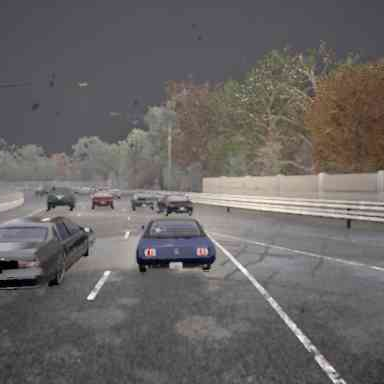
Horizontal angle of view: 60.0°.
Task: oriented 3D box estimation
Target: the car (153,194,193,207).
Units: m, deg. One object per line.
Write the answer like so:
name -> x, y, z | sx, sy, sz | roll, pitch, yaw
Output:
car -> -1.325, 0.901, 24.422 | 1.882, 1.535, 5.008 | 0, 1, -16

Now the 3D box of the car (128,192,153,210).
car -> -4.631, 0.800, 30.208 | 1.837, 1.490, 4.892 | 0, 1, -14

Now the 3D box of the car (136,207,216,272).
car -> -0.571, 1.366, 9.914 | 1.895, 1.301, 4.718 | 0, 1, -5

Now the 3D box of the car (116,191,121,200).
car -> -12.214, 0.443, 49.895 | 1.895, 1.301, 4.718 | -1, 1, -27

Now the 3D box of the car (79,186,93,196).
car -> -21.511, 0.039, 65.400 | 1.994, 1.385, 4.181 | -1, 2, -38

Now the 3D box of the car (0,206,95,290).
car -> -3.930, 1.346, 8.656 | 2.033, 1.411, 5.357 | 0, 1, -5

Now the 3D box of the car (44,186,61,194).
car -> -33.034, -0.453, 78.956 | 4.553, 1.767, 2.097 | 1, 2, 44

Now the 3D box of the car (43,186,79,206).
car -> -11.655, 0.533, 29.923 | 2.150, 2.045, 5.566 | 0, 1, -16

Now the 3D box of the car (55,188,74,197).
car -> -24.343, 0.033, 63.343 | 2.128, 1.511, 4.902 | -1, 2, -38

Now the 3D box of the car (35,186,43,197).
car -> -27.194, -0.162, 61.305 | 2.150, 2.045, 5.566 | -1, 2, -38

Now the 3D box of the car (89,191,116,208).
car -> -8.706, 0.733, 32.111 | 1.882, 1.535, 5.008 | 0, 1, -17
